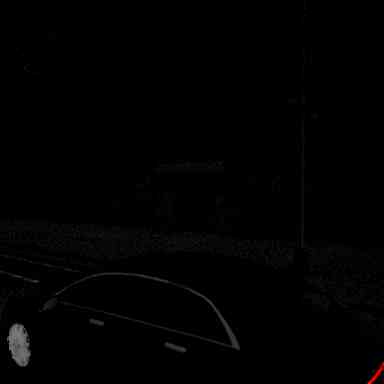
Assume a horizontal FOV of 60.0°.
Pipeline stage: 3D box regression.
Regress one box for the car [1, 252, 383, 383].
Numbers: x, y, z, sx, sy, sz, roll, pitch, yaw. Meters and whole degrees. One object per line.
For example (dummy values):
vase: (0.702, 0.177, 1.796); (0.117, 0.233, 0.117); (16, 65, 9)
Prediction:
car: (-0.396, 1.502, 3.965); (4.892, 1.490, 1.837); (0, 0, 35)
